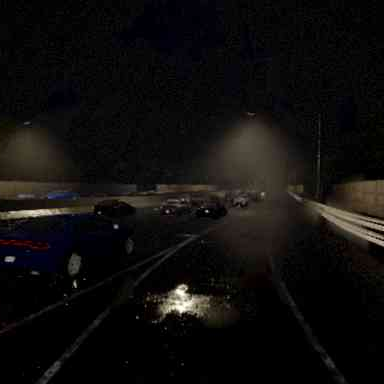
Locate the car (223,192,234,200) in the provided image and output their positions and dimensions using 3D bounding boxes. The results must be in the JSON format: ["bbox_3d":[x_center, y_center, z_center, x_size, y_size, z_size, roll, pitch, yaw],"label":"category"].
[{"bbox_3d":[9.084,0.945,81.863,2.097,1.767,4.553,1,1,15],"label":"car"}]

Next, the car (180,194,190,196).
[{"bbox_3d":[-0.768,1.212,45.588,2.097,1.767,4.553,1,0,15],"label":"car"}]

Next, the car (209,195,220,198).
[{"bbox_3d":[4.306,1.345,64.155,1.837,1.490,4.892,1,1,15],"label":"car"}]

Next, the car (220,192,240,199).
[{"bbox_3d":[7.043,1.274,60.874,2.097,1.767,4.553,1,1,15],"label":"car"}]

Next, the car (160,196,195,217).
[{"bbox_3d":[-1.435,1.413,30.093,1.812,1.442,4.674,1,0,16],"label":"car"}]

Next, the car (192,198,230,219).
[{"bbox_3d":[1.726,1.517,28.406,1.994,1.385,4.181,1,0,16],"label":"car"}]

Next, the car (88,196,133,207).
[{"bbox_3d":[-6.106,1.332,26.379,1.812,1.442,4.674,1,0,16],"label":"car"}]

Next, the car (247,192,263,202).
[{"bbox_3d":[13.365,1.357,70.836,1.882,1.535,5.008,1,1,15],"label":"car"}]

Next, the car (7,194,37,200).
[{"bbox_3d":[-22.636,0.985,45.498,2.033,1.411,5.357,1,0,16],"label":"car"}]

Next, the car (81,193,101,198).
[{"bbox_3d":[-18.423,0.973,60.662,1.837,1.490,4.892,1,0,16],"label":"car"}]

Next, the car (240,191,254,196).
[{"bbox_3d":[14.945,0.984,90.276,1.837,1.490,4.892,1,1,15],"label":"car"}]

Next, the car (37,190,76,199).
[{"bbox_3d":[-18.619,0.732,46.823,2.150,2.045,5.566,1,0,16],"label":"car"}]

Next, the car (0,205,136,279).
[{"bbox_3d":[-3.442,1.378,9.923,1.882,1.535,5.008,1,0,16],"label":"car"}]

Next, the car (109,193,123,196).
[{"bbox_3d":[-14.385,1.037,62.127,1.837,1.490,4.892,1,1,15],"label":"car"}]

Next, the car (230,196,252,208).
[{"bbox_3d":[7.070,1.606,47.708,1.895,1.301,4.718,1,0,15],"label":"car"}]
